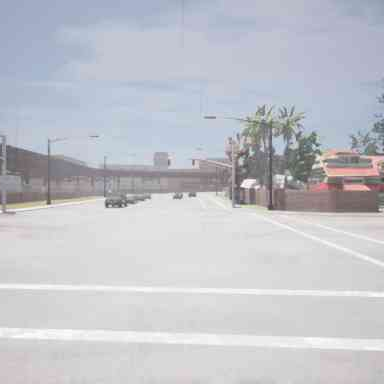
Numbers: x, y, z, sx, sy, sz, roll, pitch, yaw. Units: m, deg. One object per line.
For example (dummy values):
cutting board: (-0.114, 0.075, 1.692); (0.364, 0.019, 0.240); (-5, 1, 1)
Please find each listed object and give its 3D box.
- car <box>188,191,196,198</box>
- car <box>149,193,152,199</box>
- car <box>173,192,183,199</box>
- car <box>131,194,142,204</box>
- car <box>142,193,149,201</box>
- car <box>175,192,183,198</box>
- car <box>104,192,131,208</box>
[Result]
car: (0.094, 0.519, 86.818); (2.097, 1.767, 4.553); (0, 1, 0)
car: (-10.417, 0.897, 76.557); (1.812, 1.442, 4.674); (0, 1, 0)
car: (-3.417, 0.963, 76.862); (1.895, 1.301, 4.718); (0, 1, 0)
car: (-10.439, 1.286, 56.507); (2.033, 1.411, 5.357); (0, 1, 0)
car: (-10.428, 1.143, 66.225); (1.994, 1.385, 4.181); (0, 1, 0)
car: (-3.406, 0.709, 87.180); (1.994, 1.385, 4.181); (0, 1, 0)
car: (-10.504, 1.082, 46.385); (2.150, 2.045, 5.566); (0, 1, 1)
